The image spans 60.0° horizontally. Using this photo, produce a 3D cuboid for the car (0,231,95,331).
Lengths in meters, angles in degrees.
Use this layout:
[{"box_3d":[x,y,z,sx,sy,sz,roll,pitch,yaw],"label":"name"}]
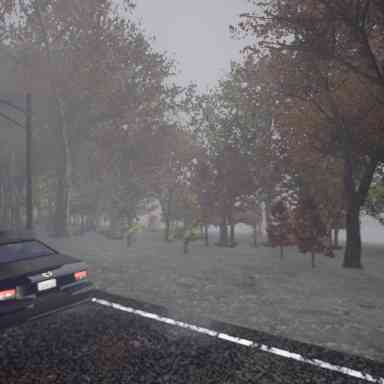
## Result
[{"box_3d":[-4.160,1.521,6.614,5.357,1.411,2.033,-2,1,39],"label":"car"}]
